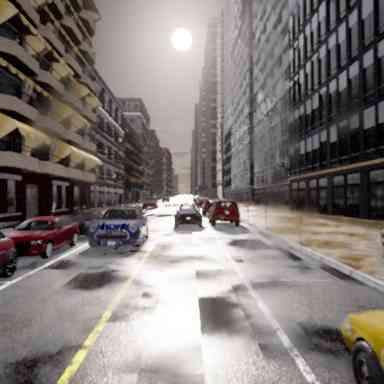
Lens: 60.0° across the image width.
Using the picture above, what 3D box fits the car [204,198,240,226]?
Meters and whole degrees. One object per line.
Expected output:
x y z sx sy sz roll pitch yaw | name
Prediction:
2.320 1.471 24.618 2.192 1.841 5.009 1 0 -1 | car

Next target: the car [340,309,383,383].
2.684 1.532 2.185 1.752 1.417 4.829 1 0 -1 | car

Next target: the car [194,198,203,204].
1.489 2.038 75.471 1.947 1.339 4.313 1 0 -1 | car

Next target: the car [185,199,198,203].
-0.519 1.855 38.603 1.895 1.301 4.718 0 0 -1 | car

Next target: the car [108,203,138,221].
-6.153 1.765 30.133 1.887 1.381 4.507 1 0 -1 | car

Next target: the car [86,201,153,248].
-3.236 1.468 15.433 2.097 1.767 4.553 0 -1 -1 | car

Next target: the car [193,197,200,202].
1.212 2.138 92.422 1.947 1.339 4.313 1 0 -1 | car

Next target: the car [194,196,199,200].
1.767 1.809 58.519 1.967 1.590 4.097 1 0 -1 | car

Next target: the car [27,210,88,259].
-5.877 1.653 13.181 1.887 1.381 4.507 1 0 -1 | car

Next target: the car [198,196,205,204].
2.137 1.543 35.919 2.192 1.841 5.009 1 0 -1 | car

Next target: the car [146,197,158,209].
-6.519 1.676 52.736 2.192 1.841 5.009 1 0 -1 | car

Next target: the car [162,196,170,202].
-7.163 1.915 92.289 2.192 1.841 5.009 1 0 -1 | car

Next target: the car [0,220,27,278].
-5.784 1.511 7.529 1.967 1.590 4.097 1 0 -1 | car

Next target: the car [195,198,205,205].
1.581 2.004 69.821 1.947 1.339 4.313 1 0 -1 | car

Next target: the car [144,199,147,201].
-6.242 1.780 35.612 1.752 1.417 4.829 1 0 -1 | car

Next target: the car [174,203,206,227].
-0.284 1.727 24.274 1.994 1.385 4.181 0 0 -1 | car

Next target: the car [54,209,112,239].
-5.969 1.712 18.831 1.947 1.339 4.313 1 0 -1 | car
